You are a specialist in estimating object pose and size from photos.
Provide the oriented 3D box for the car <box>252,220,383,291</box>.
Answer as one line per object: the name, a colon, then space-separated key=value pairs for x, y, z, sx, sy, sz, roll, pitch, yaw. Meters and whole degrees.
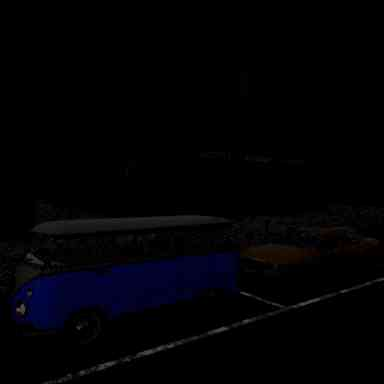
car: x=3.291 y=1.525 z=8.976 sx=4.829 sy=1.417 sz=1.752 roll=0 pitch=0 yaw=-35

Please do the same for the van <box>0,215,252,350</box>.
van: x=-1.006 y=1.341 z=5.928 sx=3.998 sy=1.788 sz=1.690 roll=0 pitch=0 yaw=-35
